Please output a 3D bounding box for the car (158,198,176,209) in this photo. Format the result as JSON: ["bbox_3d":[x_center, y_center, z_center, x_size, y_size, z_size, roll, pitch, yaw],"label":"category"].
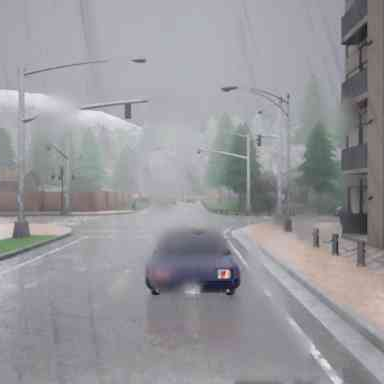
[{"bbox_3d":[-3.803,1.637,47.834,2.033,1.411,5.357,0,0,0],"label":"car"}]

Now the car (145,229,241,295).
[{"bbox_3d":[0.024,1.617,8.681,1.895,1.301,4.718,0,0,0],"label":"car"}]

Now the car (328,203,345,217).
[{"bbox_3d":[14.701,1.423,29.835,4.553,1.767,2.097,0,0,-1],"label":"car"}]

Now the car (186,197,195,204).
[{"bbox_3d":[-0.324,1.675,68.168,2.033,1.411,5.357,0,0,0],"label":"car"}]

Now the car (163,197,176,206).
[{"bbox_3d":[-3.832,1.672,57.823,1.994,1.385,4.181,0,0,1],"label":"car"}]
